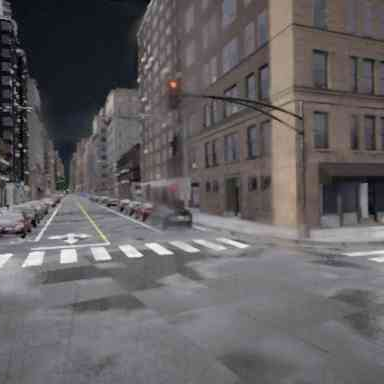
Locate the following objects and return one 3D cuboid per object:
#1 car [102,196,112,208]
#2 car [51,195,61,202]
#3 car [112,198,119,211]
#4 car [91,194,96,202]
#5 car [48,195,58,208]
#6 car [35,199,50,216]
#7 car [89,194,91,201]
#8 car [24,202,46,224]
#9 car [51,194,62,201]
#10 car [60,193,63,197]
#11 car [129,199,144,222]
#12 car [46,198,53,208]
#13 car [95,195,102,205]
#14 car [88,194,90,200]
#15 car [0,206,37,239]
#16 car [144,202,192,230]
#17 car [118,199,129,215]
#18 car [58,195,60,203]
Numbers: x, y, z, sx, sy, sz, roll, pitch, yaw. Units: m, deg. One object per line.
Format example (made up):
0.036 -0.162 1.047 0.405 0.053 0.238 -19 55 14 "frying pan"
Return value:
-10.967 1.447 46.112 1.947 1.339 4.313 0 0 -20 "car"
-32.421 1.451 79.423 1.967 1.590 4.097 0 0 -20 "car"
-7.119 1.430 35.742 1.887 1.381 4.507 0 0 -20 "car"
-18.664 1.436 66.853 1.947 1.339 4.313 0 0 -20 "car"
-20.820 1.553 48.161 1.752 1.417 4.829 0 0 -20 "car"
-13.184 1.586 27.584 2.008 1.369 4.403 0 0 -20 "car"
-20.588 1.449 72.038 1.802 1.307 4.206 0 0 -20 "car"
-11.261 1.603 22.400 1.947 1.339 4.313 0 0 -20 "car"
-26.649 1.585 63.872 1.947 1.339 4.313 0 0 -20 "car"
-28.575 1.331 69.055 2.192 1.841 5.009 0 0 -20 "car"
-3.271 1.433 25.371 1.887 1.381 4.507 0 0 -20 "car"
-15.108 1.578 32.768 1.887 1.381 4.507 0 0 -20 "car"
-14.816 1.427 56.482 2.008 1.369 4.403 0 0 -20 "car"
-22.512 1.431 77.224 1.947 1.339 4.313 0 0 -20 "car"
-9.337 1.620 17.217 1.802 1.307 4.206 0 0 -20 "car"
-1.346 1.456 20.186 1.947 1.339 4.313 0 0 -20 "car"
-5.195 1.438 30.556 2.008 1.369 4.403 0 0 -20 "car"
-22.802 1.591 53.504 1.947 1.339 4.313 0 0 -20 "car"
